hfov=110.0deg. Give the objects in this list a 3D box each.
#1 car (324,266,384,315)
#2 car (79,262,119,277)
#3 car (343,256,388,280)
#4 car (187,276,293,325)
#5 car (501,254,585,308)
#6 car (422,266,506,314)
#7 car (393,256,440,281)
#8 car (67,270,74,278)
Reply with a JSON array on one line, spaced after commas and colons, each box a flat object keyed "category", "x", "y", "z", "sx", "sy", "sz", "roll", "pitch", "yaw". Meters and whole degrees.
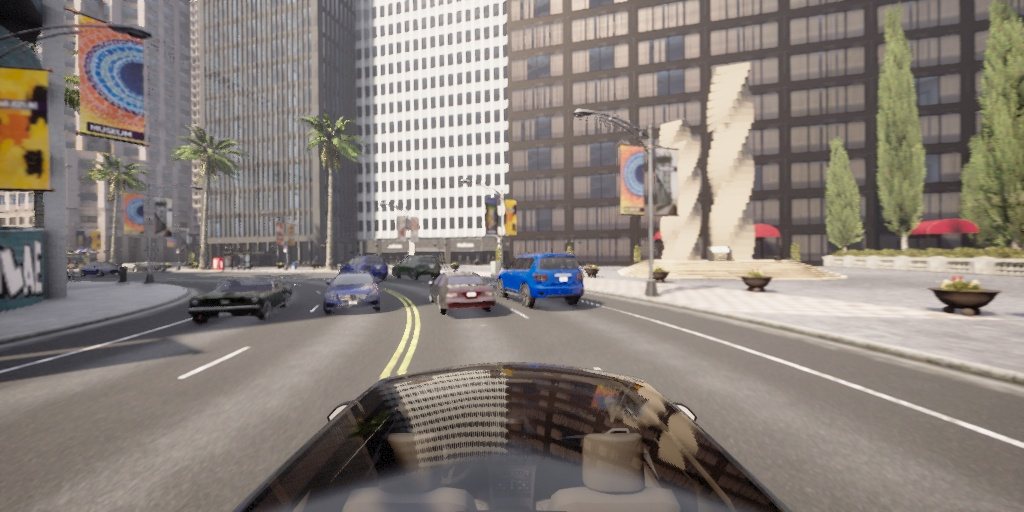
[{"category": "car", "x": -6.213, "y": 1.310, "z": 14.175, "sx": 1.812, "sy": 1.442, "sz": 4.674, "roll": 0, "pitch": 0, "yaw": -22}, {"category": "car", "x": -46.780, "y": 1.468, "z": 41.063, "sx": 4.553, "sy": 1.767, "sz": 2.097, "roll": 0, "pitch": 0, "yaw": 14}, {"category": "car", "x": -12.534, "y": 1.035, "z": 30.350, "sx": 5.566, "sy": 2.045, "sz": 2.150, "roll": 0, "pitch": 0, "yaw": 45}, {"category": "car", "x": -9.230, "y": 1.417, "z": 12.597, "sx": 1.895, "sy": 1.301, "sz": 4.718, "roll": -1, "pitch": 0, "yaw": -21}, {"category": "car", "x": 1.002, "y": 0.935, "z": 15.348, "sx": 2.150, "sy": 2.045, "sz": 5.566, "roll": 0, "pitch": 0, "yaw": -18}, {"category": "car", "x": -2.114, "y": 1.294, "z": 13.985, "sx": 2.033, "sy": 1.411, "sz": 5.357, "roll": -1, "pitch": 0, "yaw": -19}, {"category": "car", "x": -8.252, "y": 0.993, "z": 30.908, "sx": 2.150, "sy": 2.045, "sz": 5.566, "roll": 0, "pitch": 0, "yaw": -42}, {"category": "car", "x": -49.520, "y": 1.696, "z": 38.153, "sx": 5.357, "sy": 1.411, "sz": 2.033, "roll": -1, "pitch": 0, "yaw": 14}]
